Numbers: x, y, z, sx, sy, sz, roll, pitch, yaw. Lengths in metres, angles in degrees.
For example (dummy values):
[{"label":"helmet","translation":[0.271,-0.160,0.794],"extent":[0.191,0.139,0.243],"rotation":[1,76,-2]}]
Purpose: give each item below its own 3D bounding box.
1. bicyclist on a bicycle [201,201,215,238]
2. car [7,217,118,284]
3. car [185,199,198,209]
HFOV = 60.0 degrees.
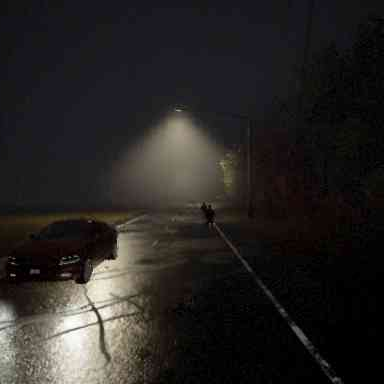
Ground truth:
[{"label":"bicyclist on a bicycle","translation":[0.962,1.555,18.137],"extent":[0.659,1.776,1.843],"rotation":[0,0,0]},{"label":"car","translation":[-3.601,1.581,10.127],"extent":[1.882,1.535,5.008],"rotation":[0,-1,0]},{"label":"car","translation":[0.099,2.157,55.011],"extent":[1.895,1.301,4.718],"rotation":[0,-1,0]}]
